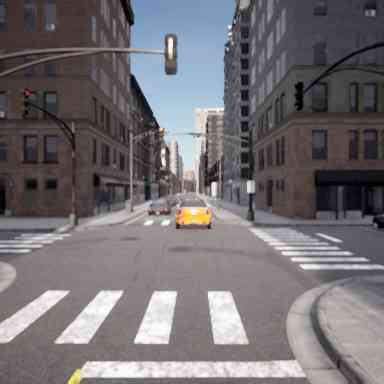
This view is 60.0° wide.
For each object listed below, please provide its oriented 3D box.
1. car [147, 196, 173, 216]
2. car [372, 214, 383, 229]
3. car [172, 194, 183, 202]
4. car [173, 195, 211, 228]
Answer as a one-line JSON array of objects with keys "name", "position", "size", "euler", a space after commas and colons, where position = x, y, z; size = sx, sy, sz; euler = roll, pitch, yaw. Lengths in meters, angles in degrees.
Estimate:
[{"name": "car", "position": [-2.870, 1.354, 30.509], "size": [2.033, 1.411, 5.357], "euler": [0, 0, 0]}, {"name": "car", "position": [12.356, 1.442, 18.425], "size": [4.313, 1.339, 1.947], "euler": [0, 1, 0]}, {"name": "car", "position": [-2.793, 1.193, 64.840], "size": [2.033, 1.411, 5.357], "euler": [0, 0, 0]}, {"name": "car", "position": [0.086, 1.215, 21.155], "size": [2.097, 1.767, 4.553], "euler": [0, 0, 0]}]
